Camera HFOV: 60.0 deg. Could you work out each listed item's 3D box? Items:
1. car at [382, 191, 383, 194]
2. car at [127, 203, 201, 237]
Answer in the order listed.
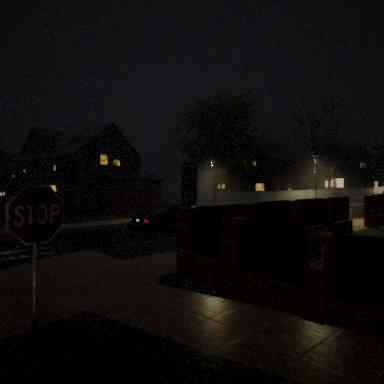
[{"bbox_3d":[22.140,0.400,36.020,4.553,1.767,2.097,-2,2,-41],"label":"car"},{"bbox_3d":[-0.485,1.239,16.190,5.357,1.411,2.033,-2,2,-41],"label":"car"}]
